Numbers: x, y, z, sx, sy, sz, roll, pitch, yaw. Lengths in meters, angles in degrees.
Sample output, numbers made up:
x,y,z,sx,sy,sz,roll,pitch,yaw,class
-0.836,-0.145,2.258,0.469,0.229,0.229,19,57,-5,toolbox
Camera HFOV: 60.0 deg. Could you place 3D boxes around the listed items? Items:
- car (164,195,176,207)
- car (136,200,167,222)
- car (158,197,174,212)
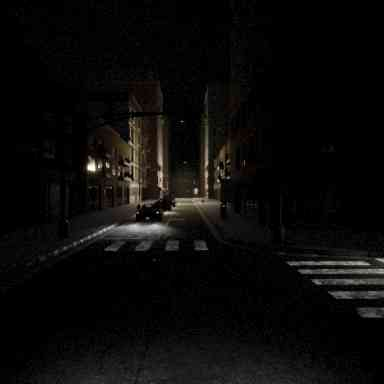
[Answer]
x,y,z,sx,sy,sz,roll,pitch,yaw,class
-3.578,1.326,49.893,2.097,1.767,4.553,0,0,-1,car
-3.272,1.594,26.492,1.895,1.301,4.718,0,0,-1,car
-3.444,1.550,38.606,1.994,1.385,4.181,0,0,-1,car
